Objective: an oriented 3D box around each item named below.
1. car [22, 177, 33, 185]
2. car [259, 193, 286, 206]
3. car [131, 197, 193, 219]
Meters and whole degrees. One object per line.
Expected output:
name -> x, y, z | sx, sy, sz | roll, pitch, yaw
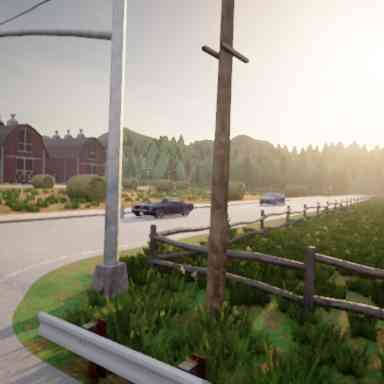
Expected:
car -> -39.109, -2.583, 79.521 | 1.905, 1.878, 3.866 | 8, 2, -13
car -> 9.747, 0.857, 40.037 | 1.882, 1.535, 5.008 | 3, 2, 34
car -> -1.910, 1.017, 22.400 | 1.895, 1.301, 4.718 | 3, 2, 33
